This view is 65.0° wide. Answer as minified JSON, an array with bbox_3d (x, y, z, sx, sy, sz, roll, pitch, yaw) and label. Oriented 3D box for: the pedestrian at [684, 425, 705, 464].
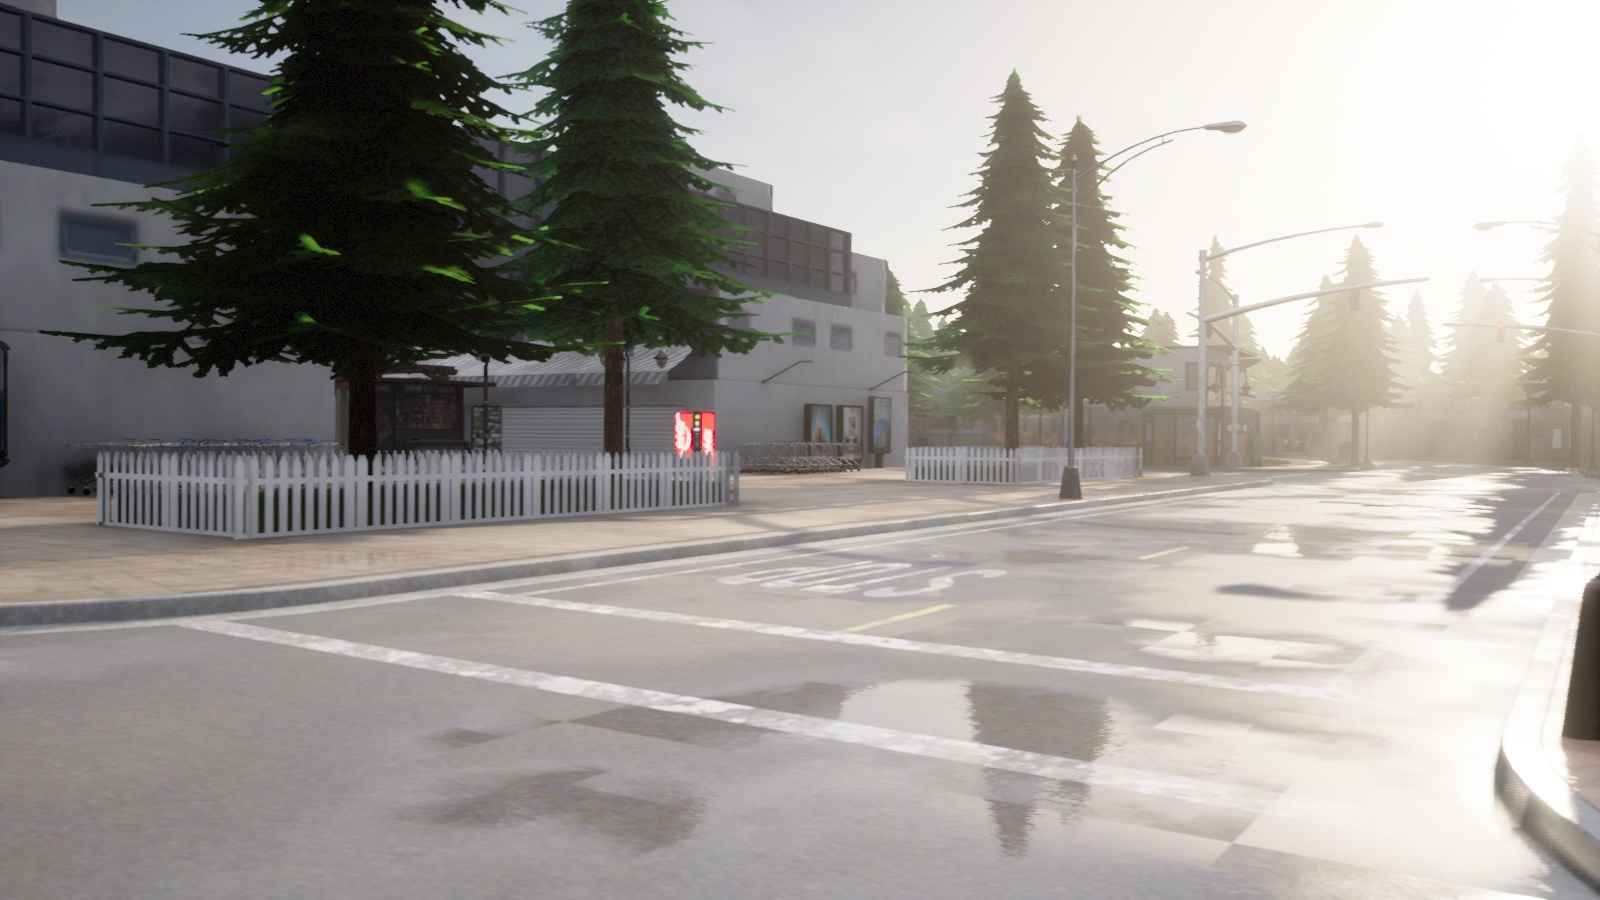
[{"bbox_3d":[-5.146,-0.290,61.159,0.849,1.883,0.563,0,1,23],"label":"pedestrian"}]
